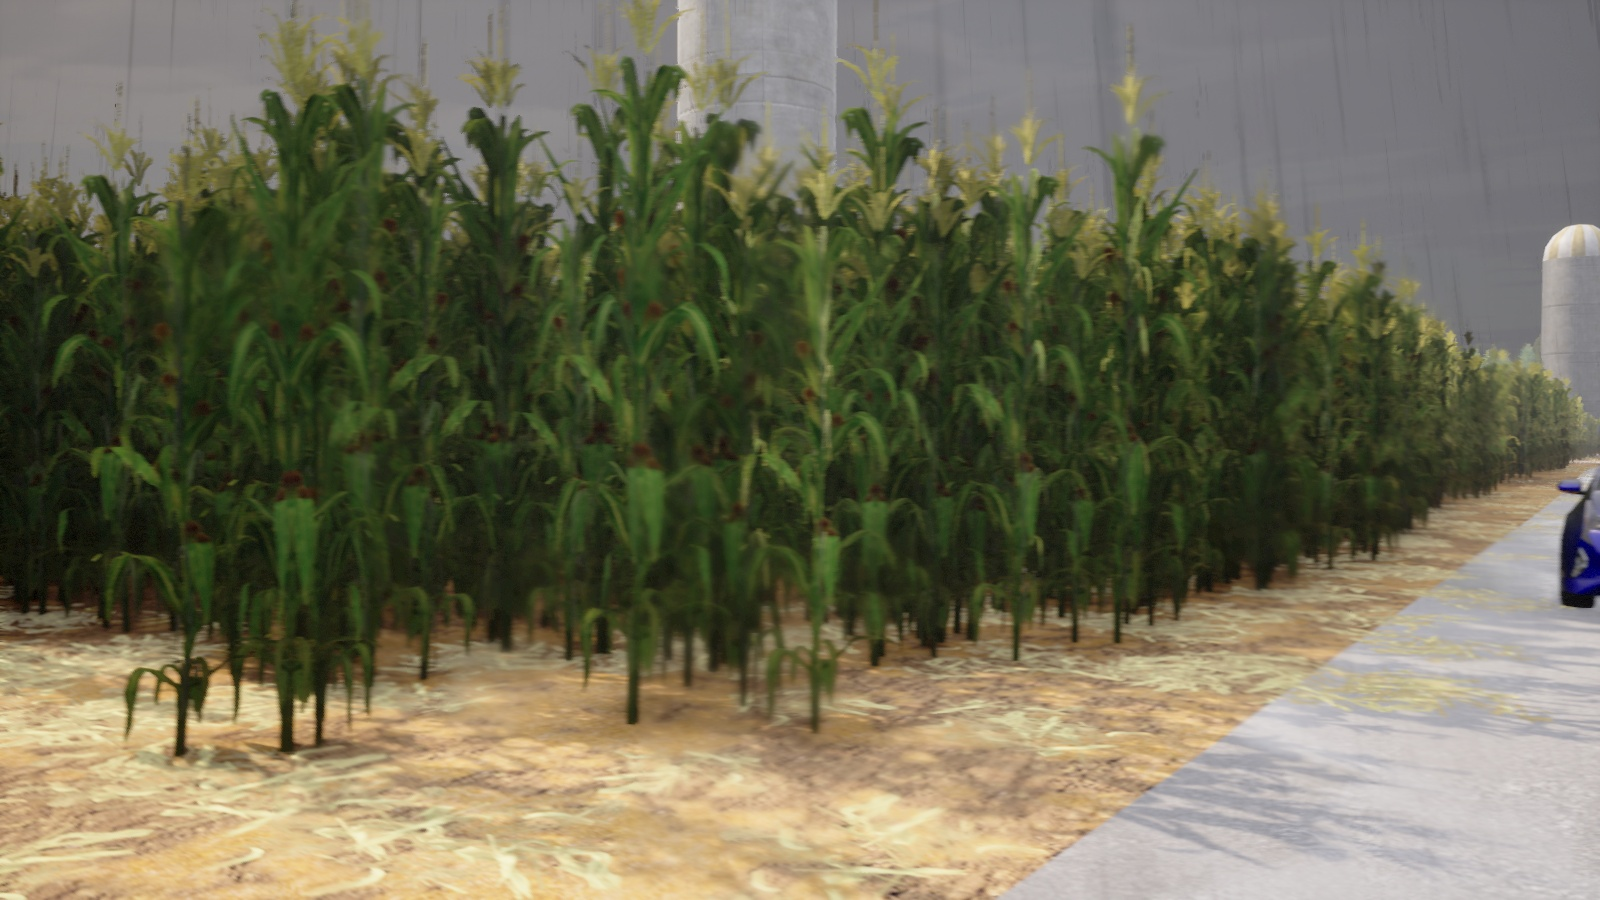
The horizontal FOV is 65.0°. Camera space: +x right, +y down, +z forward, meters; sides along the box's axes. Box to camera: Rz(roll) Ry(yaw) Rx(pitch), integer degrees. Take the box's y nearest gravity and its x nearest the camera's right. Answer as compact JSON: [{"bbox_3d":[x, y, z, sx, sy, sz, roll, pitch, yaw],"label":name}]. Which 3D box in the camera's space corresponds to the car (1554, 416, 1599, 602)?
[{"bbox_3d":[8.352,0.441,11.745,2.007,1.525,4.514,0,1,34],"label":"car"}]
